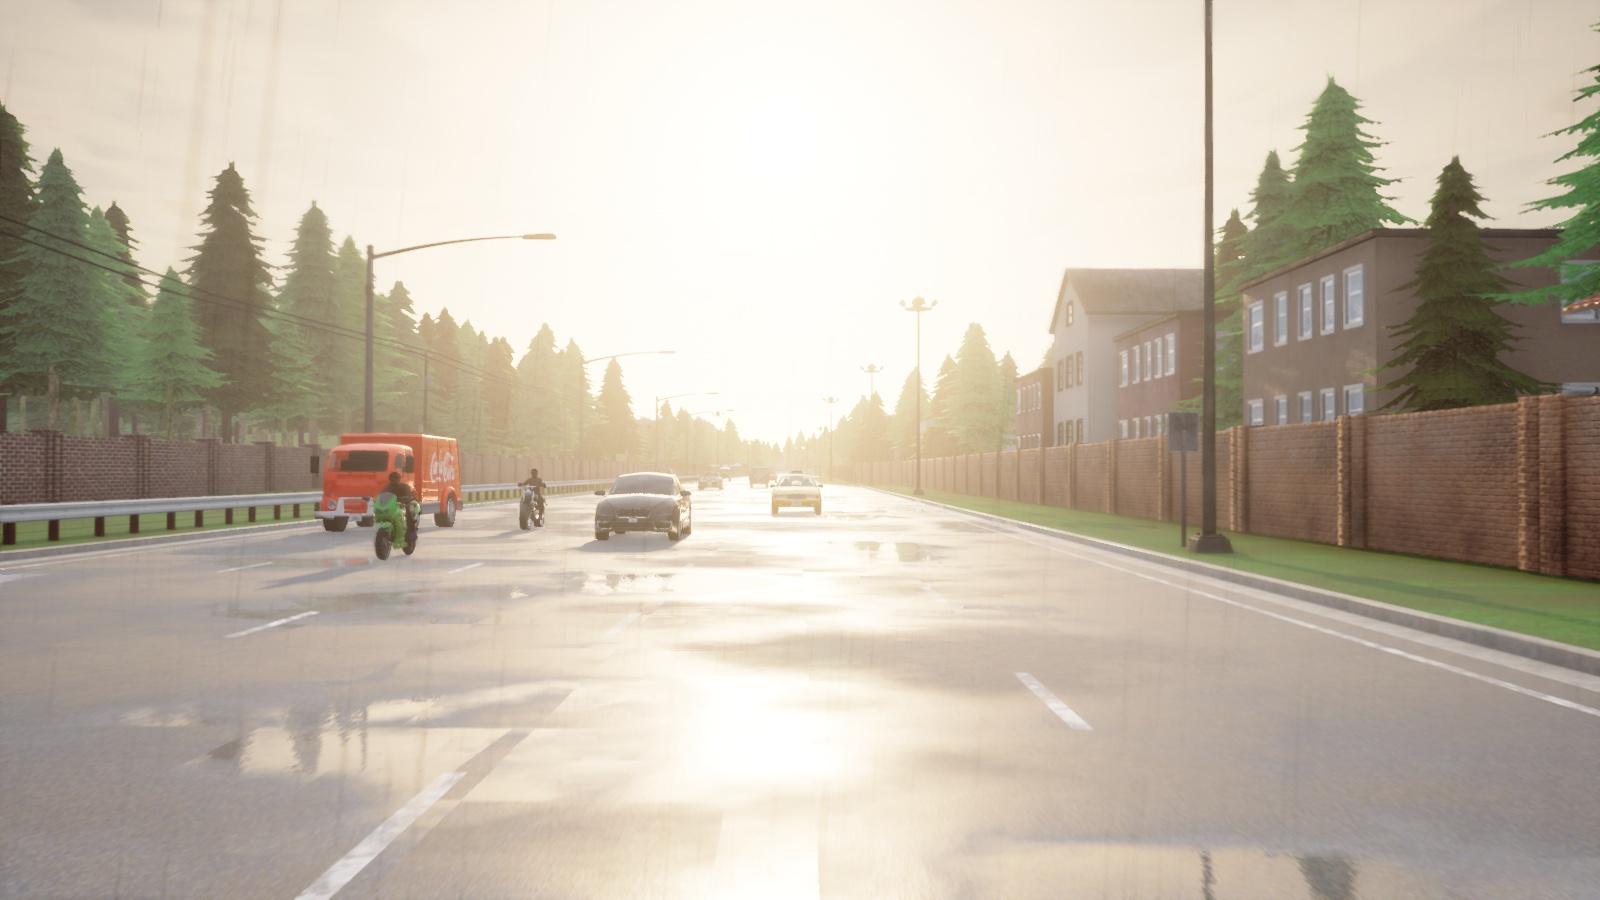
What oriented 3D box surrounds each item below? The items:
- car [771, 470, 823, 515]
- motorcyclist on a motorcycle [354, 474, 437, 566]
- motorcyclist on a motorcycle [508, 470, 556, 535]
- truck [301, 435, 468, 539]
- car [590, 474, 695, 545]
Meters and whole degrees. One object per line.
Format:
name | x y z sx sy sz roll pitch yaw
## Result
car | -0.115 1.529 46.325 1.801 1.575 5.366 0 -1 0
motorcyclist on a motorcycle | -7.055 1.193 21.982 0.797 1.523 2.044 0 -1 0
motorcyclist on a motorcycle | -7.083 1.350 33.278 0.766 1.649 2.350 0 -1 0
truck | -10.583 0.915 32.512 2.627 2.467 5.204 0 -1 0
car | -3.573 1.324 29.286 1.837 1.490 4.892 0 -1 0
